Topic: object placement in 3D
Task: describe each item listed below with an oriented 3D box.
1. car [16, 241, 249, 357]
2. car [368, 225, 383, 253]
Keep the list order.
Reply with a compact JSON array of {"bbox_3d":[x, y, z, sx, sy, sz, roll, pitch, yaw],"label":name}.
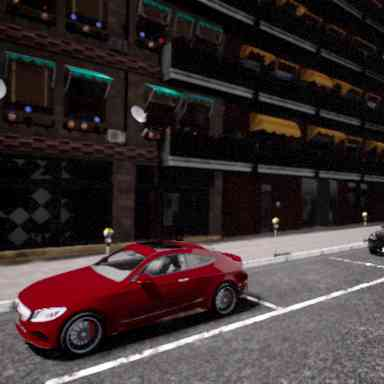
[{"bbox_3d":[-0.791,1.591,5.982,4.206,1.307,1.802,0,1,-35],"label":"car"},{"bbox_3d":[8.428,1.611,12.556,4.313,1.339,1.947,0,1,-35],"label":"car"}]
